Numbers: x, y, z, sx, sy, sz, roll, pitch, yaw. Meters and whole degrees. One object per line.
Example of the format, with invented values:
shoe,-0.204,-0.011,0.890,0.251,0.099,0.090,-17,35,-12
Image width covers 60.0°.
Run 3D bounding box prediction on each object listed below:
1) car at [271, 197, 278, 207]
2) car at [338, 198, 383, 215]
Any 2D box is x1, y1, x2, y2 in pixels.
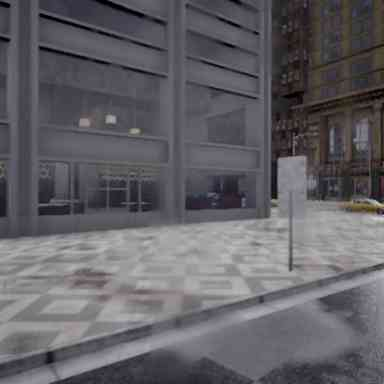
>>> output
car,8.781,1.030,38.241,1.752,1.417,4.829,1,0,-35
car,15.334,1.215,28.984,1.752,1.417,4.829,1,0,-35
